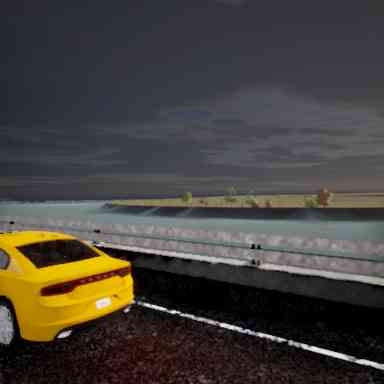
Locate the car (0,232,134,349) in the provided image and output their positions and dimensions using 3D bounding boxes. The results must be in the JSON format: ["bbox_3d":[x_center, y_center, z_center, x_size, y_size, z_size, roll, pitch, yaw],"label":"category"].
[{"bbox_3d":[-3.326,1.515,6.399,5.008,1.535,1.882,0,0,36],"label":"car"}]
